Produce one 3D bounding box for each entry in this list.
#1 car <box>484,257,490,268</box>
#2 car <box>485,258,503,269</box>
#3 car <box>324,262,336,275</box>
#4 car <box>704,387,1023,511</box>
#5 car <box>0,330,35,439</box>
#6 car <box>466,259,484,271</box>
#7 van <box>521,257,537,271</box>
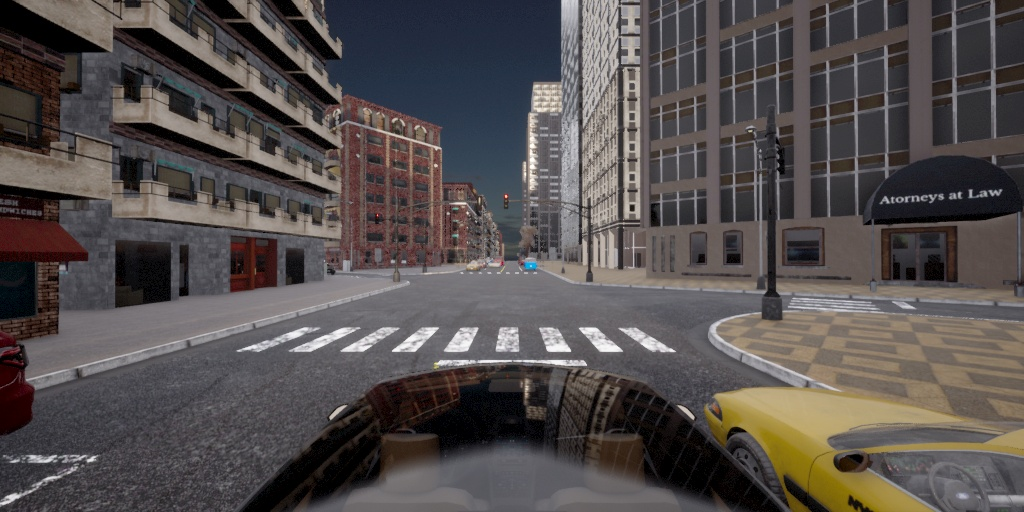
[{"bbox_3d":[-5.340,1.260,61.212,1.967,1.591,4.097,0,0,0],"label":"car"},{"bbox_3d":[-2.861,1.416,59.206,1.895,1.301,4.718,0,0,0],"label":"car"},{"bbox_3d":[-22.368,1.456,41.805,4.892,1.490,1.837,-1,-1,41],"label":"car"},{"bbox_3d":[2.566,1.275,1.287,1.751,1.417,4.829,0,0,0],"label":"car"},{"bbox_3d":[-5.314,1.065,1.107,2.192,1.841,5.009,0,0,0],"label":"car"},{"bbox_3d":[-5.335,1.321,49.937,1.751,1.417,4.829,0,0,0],"label":"car"},{"bbox_3d":[2.545,1.136,50.110,1.690,1.789,3.998,0,0,0],"label":"van"}]
